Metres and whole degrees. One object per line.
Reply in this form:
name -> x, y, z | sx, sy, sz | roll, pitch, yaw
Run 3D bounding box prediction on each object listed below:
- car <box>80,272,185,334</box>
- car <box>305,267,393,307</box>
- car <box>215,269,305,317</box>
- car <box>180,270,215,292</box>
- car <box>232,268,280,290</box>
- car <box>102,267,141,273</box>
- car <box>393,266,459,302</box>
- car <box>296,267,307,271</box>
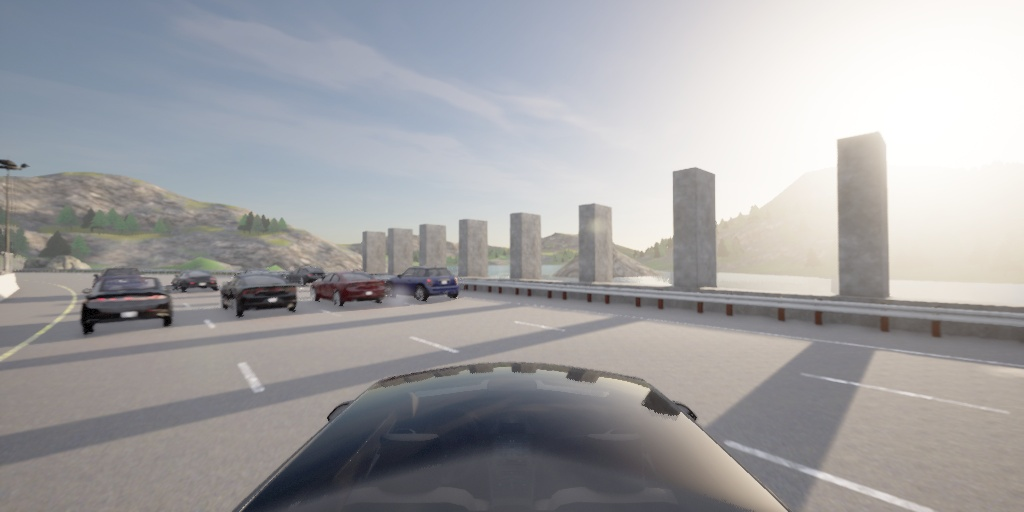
car -> -12.264, 1.423, 11.546 | 4.902, 1.511, 2.128 | -1, -1, 44
car -> -7.891, 1.448, 17.049 | 5.008, 1.535, 1.882 | -1, -1, 44
car -> -10.336, 1.432, 14.543 | 5.008, 1.535, 1.882 | -1, -1, 44
car -> -21.859, 1.660, 24.730 | 4.674, 1.442, 1.812 | -1, -1, 39
car -> -19.616, 1.679, 27.417 | 4.674, 1.442, 1.812 | -1, -1, 39
car -> -23.737, 1.461, 21.747 | 4.553, 1.767, 2.097 | -1, -1, 39
car -> -4.832, 1.328, 18.963 | 4.553, 1.767, 2.097 | -1, -1, 44
car -> -17.069, 1.676, 29.856 | 4.892, 1.490, 1.837 | 0, 0, 39
